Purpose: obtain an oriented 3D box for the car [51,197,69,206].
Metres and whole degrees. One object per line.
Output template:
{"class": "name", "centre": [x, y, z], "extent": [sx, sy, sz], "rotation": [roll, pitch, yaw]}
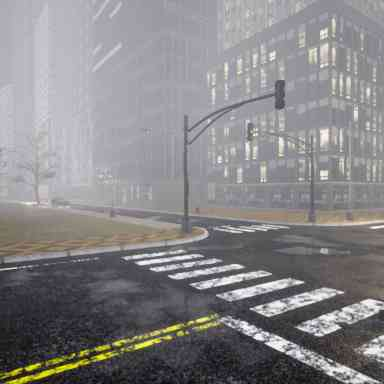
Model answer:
{"class": "car", "centre": [-21.611, 1.553, 54.287], "extent": [2.033, 1.411, 5.357], "rotation": [0, 0, -35]}
